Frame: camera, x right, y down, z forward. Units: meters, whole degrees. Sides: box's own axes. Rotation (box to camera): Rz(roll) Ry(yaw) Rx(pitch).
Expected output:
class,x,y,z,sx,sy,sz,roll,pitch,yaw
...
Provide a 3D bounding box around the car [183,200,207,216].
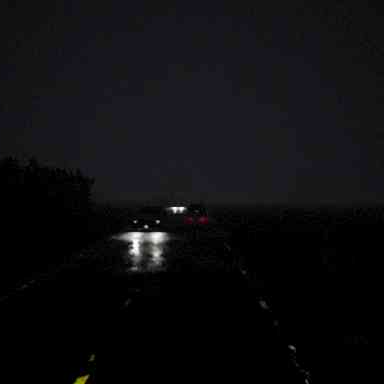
class,x,y,z,sx,sy,sz,roll,pitch,yaw
car,0.467,1.633,33.963,2.128,1.511,4.902,0,0,1

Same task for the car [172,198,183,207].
class,x,y,z,sx,sy,sz,roll,pitch,yaw
car,-2.220,1.748,55.826,2.128,1.511,4.902,0,0,1

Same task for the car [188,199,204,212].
class,x,y,z,sx,sy,sz,roll,pitch,yaw
car,0.564,1.740,43.996,2.033,1.411,5.357,0,0,1

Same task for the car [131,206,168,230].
class,x,y,z,sx,sy,sz,roll,pitch,yaw
car,-2.607,1.634,21.837,2.033,1.411,5.357,0,0,1
